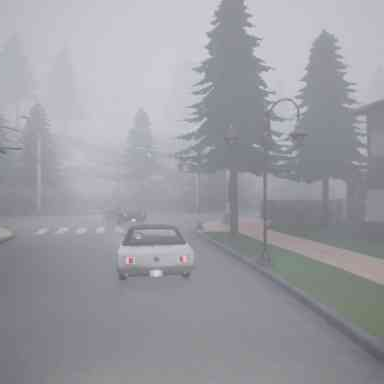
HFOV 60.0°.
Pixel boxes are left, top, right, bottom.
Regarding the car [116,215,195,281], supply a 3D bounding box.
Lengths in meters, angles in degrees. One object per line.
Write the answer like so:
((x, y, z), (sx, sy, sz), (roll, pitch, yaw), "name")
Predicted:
((-1.172, 1.610, 9.973), (1.895, 1.301, 4.718), (0, 0, -9), "car")

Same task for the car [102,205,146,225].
((-4.982, 1.557, 23.967), (1.895, 1.301, 4.718), (0, 0, -30), "car")
